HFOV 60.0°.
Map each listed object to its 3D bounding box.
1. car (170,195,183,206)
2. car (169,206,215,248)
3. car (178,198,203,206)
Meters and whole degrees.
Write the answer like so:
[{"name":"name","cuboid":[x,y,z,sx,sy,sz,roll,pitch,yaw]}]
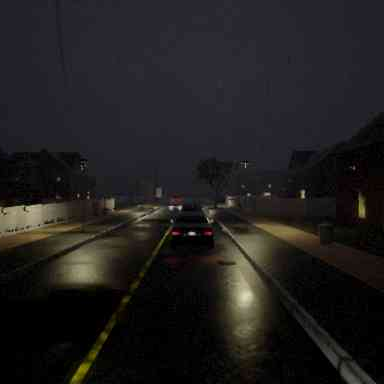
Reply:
[{"name":"car","cuboid":[-2.750,1.505,59.470,2.150,2.045,5.566,0,0,0]},{"name":"car","cuboid":[0.000,1.577,14.652,2.033,1.411,5.357,0,0,0]},{"name":"car","cuboid":[0.000,1.534,29.655,1.882,1.535,5.008,0,0,0]}]
